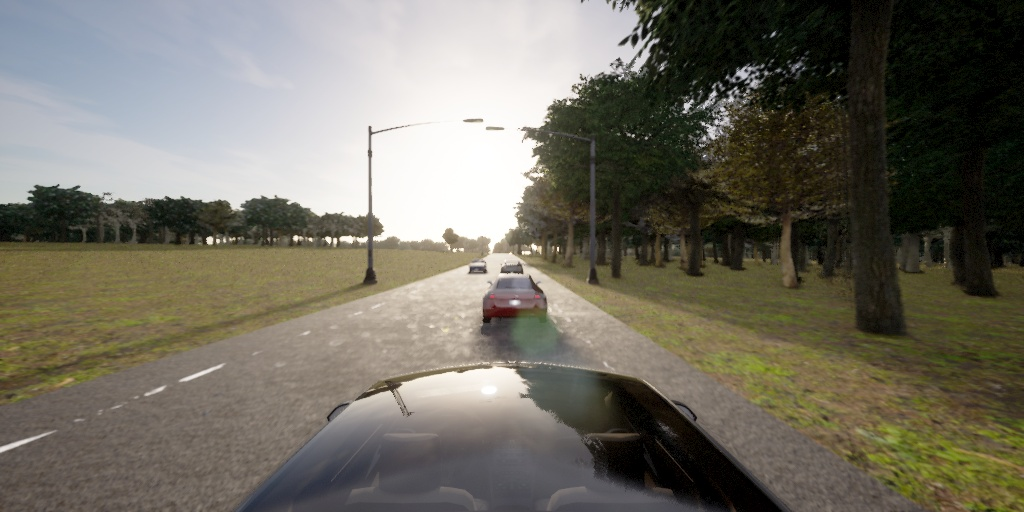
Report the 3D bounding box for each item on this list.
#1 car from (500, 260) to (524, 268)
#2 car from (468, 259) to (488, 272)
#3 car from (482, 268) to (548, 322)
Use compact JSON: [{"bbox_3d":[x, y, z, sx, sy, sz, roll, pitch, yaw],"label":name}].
[{"bbox_3d":[-0.012,1.060,30.528,2.128,1.511,4.902,0,1,0],"label":"car"},{"bbox_3d":[-3.689,1.033,39.761,2.033,1.411,5.357,0,1,-1],"label":"car"},{"bbox_3d":[0.080,1.283,12.147,1.994,1.385,4.181,0,0,0],"label":"car"}]
